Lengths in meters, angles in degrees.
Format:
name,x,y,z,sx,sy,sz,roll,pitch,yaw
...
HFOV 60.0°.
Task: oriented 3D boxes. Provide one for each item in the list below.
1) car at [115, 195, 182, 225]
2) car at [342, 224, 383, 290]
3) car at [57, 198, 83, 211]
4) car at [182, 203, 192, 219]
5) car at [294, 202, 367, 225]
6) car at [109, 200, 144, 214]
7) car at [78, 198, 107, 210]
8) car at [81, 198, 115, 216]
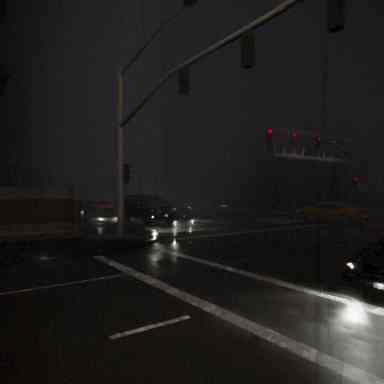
name,x,y,z,sx,sy,sz,roll,pitch,yaw
car,-3.334,1.221,24.549,2.150,2.045,5.566,0,0,-36
car,6.012,1.547,8.407,5.357,1.411,2.033,0,0,-36
car,-15.090,1.525,40.941,1.812,1.442,4.674,0,0,-35
car,-1.918,1.351,28.581,2.097,1.767,4.553,0,0,-36
car,10.078,1.476,24.492,5.008,1.535,1.882,0,1,39
car,-7.161,1.600,35.880,1.895,1.301,4.718,0,0,-36
car,-13.364,1.547,44.531,2.033,1.411,5.357,0,0,-36
car,-9.095,1.477,32.574,1.882,1.535,5.008,0,0,-36
